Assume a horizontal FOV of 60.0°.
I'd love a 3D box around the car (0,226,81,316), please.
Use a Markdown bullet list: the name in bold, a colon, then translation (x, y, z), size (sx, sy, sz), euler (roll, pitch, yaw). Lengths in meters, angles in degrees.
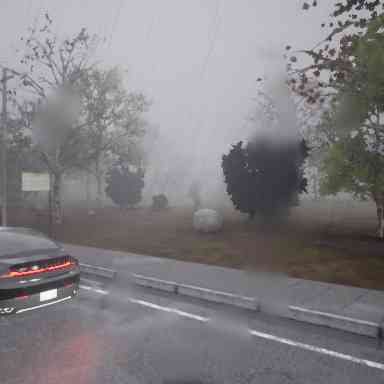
- **car**: translation (-4.375, 1.505, 7.111), size (4.892, 1.490, 1.837), euler (0, 0, 37)
